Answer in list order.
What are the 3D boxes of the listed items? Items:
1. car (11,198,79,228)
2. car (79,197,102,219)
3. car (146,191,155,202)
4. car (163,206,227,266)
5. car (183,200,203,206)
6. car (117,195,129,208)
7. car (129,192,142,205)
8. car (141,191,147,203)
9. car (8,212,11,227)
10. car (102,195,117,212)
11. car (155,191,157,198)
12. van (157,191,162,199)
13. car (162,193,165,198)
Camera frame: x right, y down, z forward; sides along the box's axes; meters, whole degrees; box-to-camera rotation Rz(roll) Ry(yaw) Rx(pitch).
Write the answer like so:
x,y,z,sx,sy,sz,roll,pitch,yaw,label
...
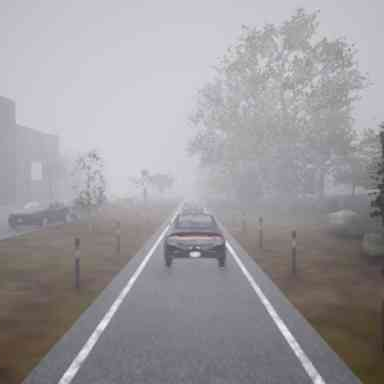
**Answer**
x,y,z,sx,sy,sz,roll,pitch,yaw,label
-8.997,1.239,20.096,2.097,1.535,5.008,0,0,2,car
-9.004,1.232,25.638,2.231,1.521,4.892,0,1,2,car
-9.054,0.807,63.258,2.435,2.045,5.566,0,0,1,car
0.088,1.471,11.444,2.128,1.511,4.902,0,0,0,car
0.093,1.475,32.598,1.895,1.301,4.718,0,0,0,car
-9.028,1.156,37.575,1.946,1.575,5.366,0,0,2,car
-9.034,1.108,47.827,2.097,1.535,5.008,0,0,2,car
-9.042,1.070,53.375,2.097,1.535,5.008,0,0,2,car
-8.986,1.005,11.142,2.435,2.045,5.566,0,0,2,car
-9.012,1.204,31.194,2.097,1.535,5.008,0,0,2,car
-9.064,1.059,70.005,2.002,1.452,4.674,0,0,0,car
-9.083,0.754,80.974,1.878,1.987,4.442,0,0,2,van
-9.085,0.937,86.660,2.231,1.521,4.892,0,-1,-2,car
